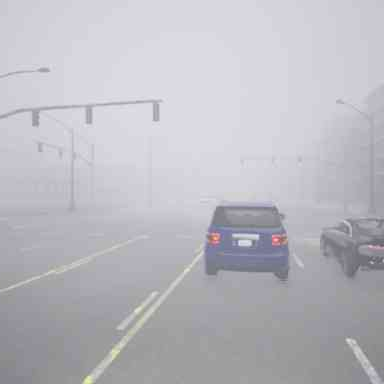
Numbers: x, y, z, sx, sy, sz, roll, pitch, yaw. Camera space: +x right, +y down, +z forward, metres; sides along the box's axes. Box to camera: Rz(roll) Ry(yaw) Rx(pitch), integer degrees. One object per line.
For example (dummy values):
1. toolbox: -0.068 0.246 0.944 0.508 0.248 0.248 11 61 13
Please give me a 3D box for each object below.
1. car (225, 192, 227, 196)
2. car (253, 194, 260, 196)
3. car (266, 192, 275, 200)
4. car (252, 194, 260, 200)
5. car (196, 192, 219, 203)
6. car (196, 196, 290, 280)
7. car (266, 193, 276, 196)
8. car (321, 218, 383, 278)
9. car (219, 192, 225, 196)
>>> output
1. car: 5.982 1.081 67.725 2.150 2.045 5.566 0 1 11
2. car: 14.551 1.247 75.331 1.837 1.490 4.892 0 1 11
3. car: 19.921 0.993 84.930 2.097 1.767 4.553 0 0 11
4. car: 16.411 1.193 85.205 1.994 1.385 4.181 0 0 11
5. car: 2.042 1.314 47.260 2.150 2.045 5.566 0 0 11
6. car: 1.730 1.278 10.390 2.150 2.045 5.566 0 0 11
7. car: 18.033 1.270 74.908 2.128 1.511 4.902 0 1 11
8. car: 5.247 1.549 10.145 2.128 1.511 4.902 0 0 11
9. car: 3.975 1.213 57.466 2.150 2.045 5.566 0 1 11
